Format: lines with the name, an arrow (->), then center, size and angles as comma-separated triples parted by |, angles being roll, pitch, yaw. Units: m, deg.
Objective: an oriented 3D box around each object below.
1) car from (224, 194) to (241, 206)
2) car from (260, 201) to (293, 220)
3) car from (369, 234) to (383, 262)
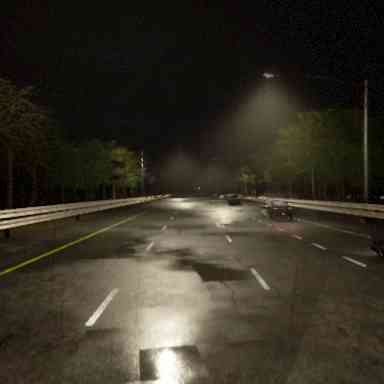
car -> 7.088, 1.567, 56.594 | 1.994, 1.385, 4.181 | 0, 0, 0
car -> 7.036, 1.494, 27.965 | 2.128, 1.511, 4.902 | 0, 0, 0
car -> 7.004, 1.549, 8.942 | 2.033, 1.411, 5.357 | 0, 0, 0
